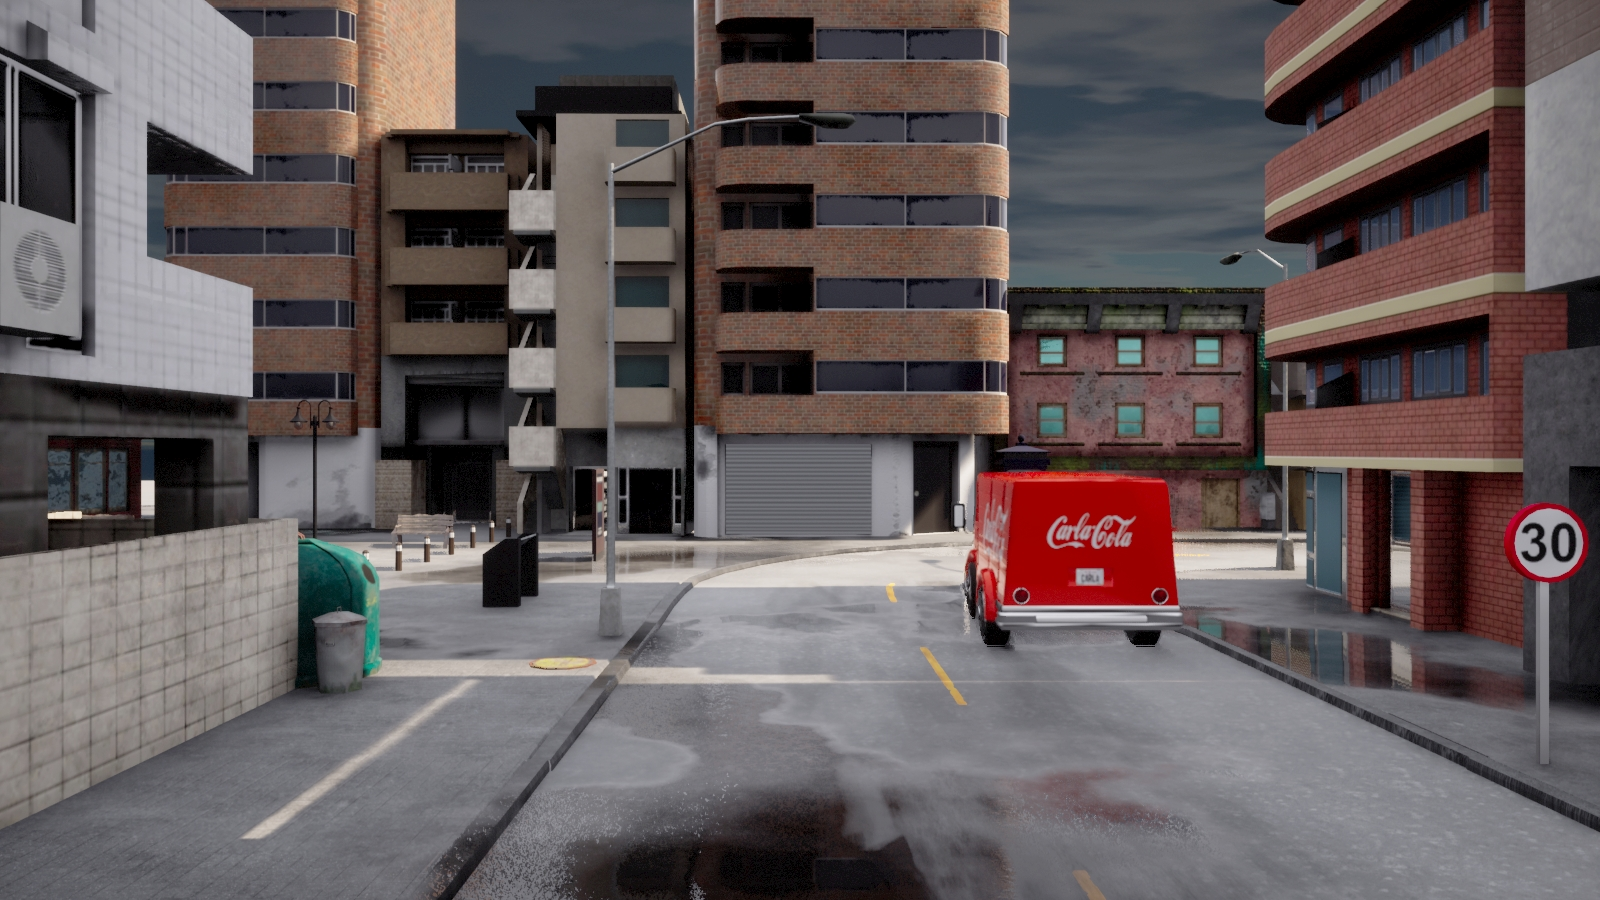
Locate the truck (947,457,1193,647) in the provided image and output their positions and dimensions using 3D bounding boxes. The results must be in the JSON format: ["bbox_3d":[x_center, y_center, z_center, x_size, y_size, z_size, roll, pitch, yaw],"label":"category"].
[{"bbox_3d":[3.877,1.354,17.630,2.627,2.467,5.204,0,0,1],"label":"truck"}]
